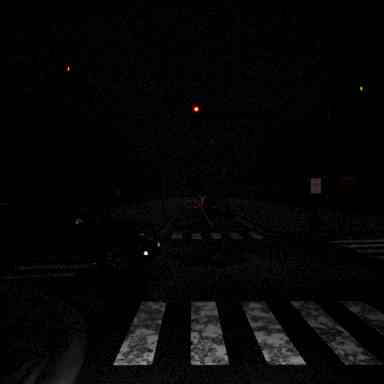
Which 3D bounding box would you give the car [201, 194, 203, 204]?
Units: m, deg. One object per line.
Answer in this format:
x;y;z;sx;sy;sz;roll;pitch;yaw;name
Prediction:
2.584;1.374;40.520;2.192;1.841;5.009;-1;0;0;car

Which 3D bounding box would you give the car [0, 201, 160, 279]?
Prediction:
-3.783;1.292;9.896;5.566;2.045;2.150;-2;0;0;car

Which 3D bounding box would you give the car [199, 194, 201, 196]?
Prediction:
2.914;1.505;67.886;2.097;1.767;4.553;0;0;0;car

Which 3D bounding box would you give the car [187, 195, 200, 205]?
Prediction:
0.044;1.720;59.926;1.895;1.301;4.718;0;0;0;car

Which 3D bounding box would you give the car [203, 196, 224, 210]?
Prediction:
2.590;1.360;35.117;2.192;1.841;5.009;-1;0;0;car

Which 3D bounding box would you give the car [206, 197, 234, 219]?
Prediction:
2.597;1.473;29.715;1.967;1.590;4.097;-1;0;0;car

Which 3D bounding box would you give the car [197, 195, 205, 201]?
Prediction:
2.525;1.712;94.544;1.967;1.590;4.097;-1;0;0;car
